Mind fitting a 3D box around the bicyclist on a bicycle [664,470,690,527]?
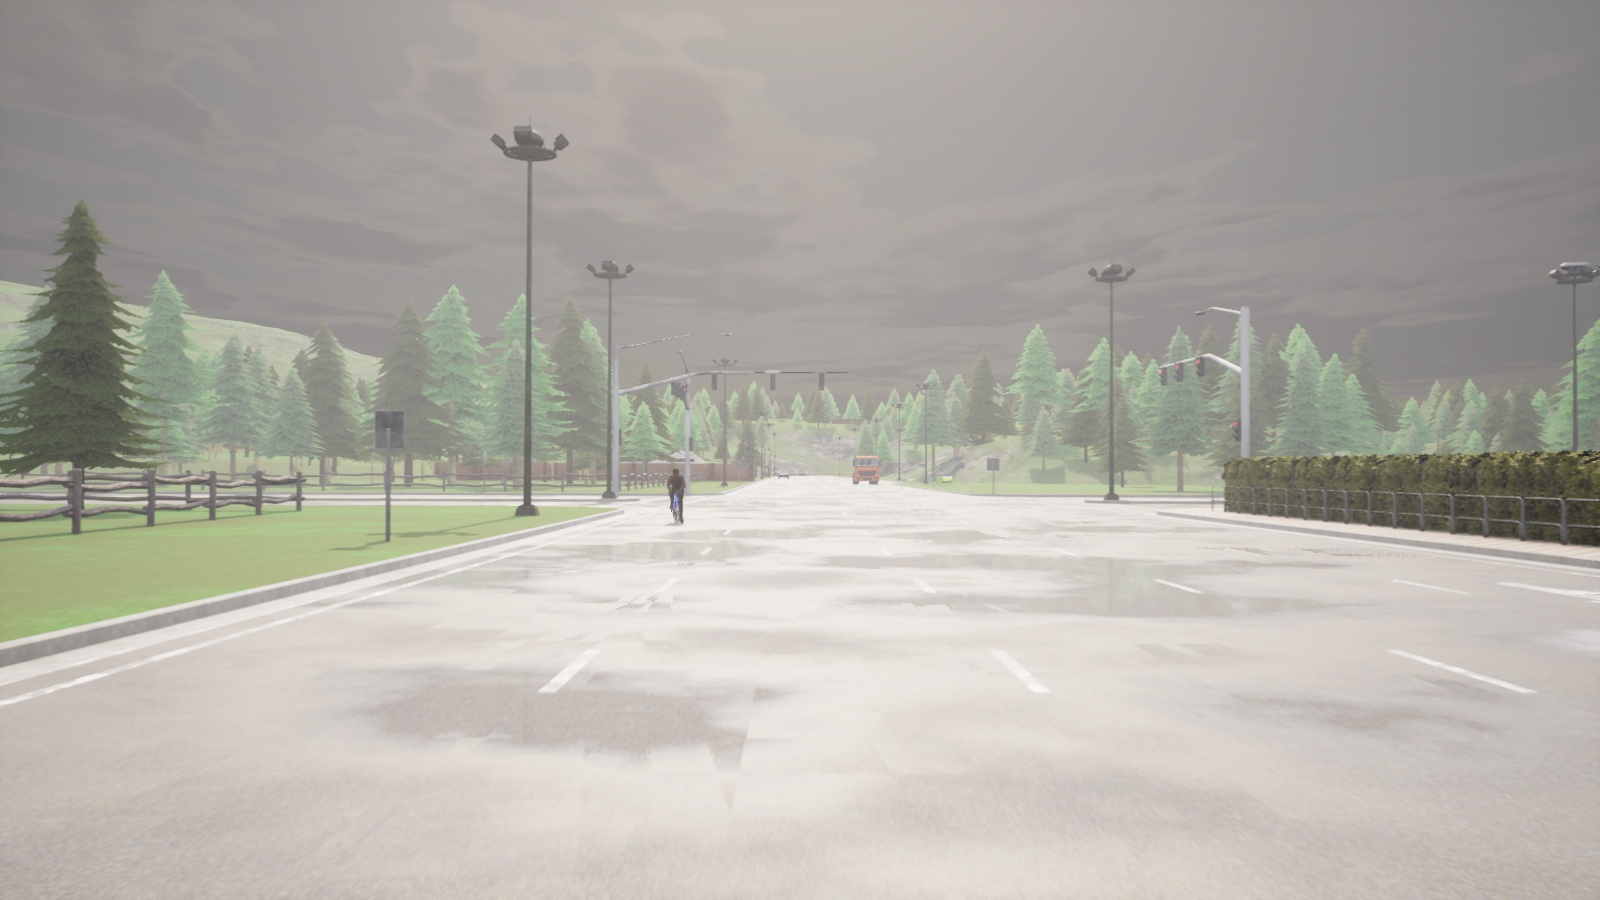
[{"bbox_3d":[-3.585,1.395,36.613,0.582,1.620,1.656,0,-1,0],"label":"bicyclist on a bicycle"}]
